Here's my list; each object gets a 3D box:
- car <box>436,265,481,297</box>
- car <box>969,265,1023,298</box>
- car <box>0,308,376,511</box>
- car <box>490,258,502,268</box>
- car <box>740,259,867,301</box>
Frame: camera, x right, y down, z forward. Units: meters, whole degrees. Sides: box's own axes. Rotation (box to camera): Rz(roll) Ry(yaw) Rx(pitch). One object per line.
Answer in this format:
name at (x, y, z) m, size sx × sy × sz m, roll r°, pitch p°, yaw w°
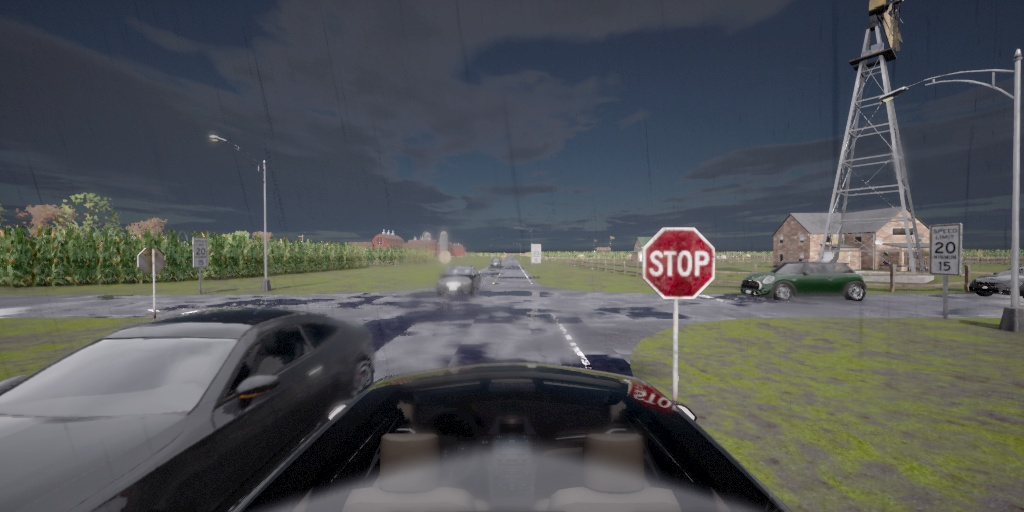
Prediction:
car at (-2.724, 1.237, 19.114) m, size 2.128 × 1.511 × 4.902 m, roll 0°, pitch 0°, yaw 0°
car at (23.460, 1.144, 15.856) m, size 4.892 × 1.490 × 1.837 m, roll 0°, pitch 1°, yaw 2°
car at (-2.748, 1.277, 3.170) m, size 1.812 × 1.442 × 4.674 m, roll 0°, pitch 0°, yaw 0°
car at (-2.664, 1.141, 60.185) m, size 2.128 × 1.511 × 4.902 m, roll 0°, pitch 0°, yaw 0°
car at (12.960, 1.027, 16.182) m, size 4.553 × 1.767 × 2.097 m, roll 0°, pitch 1°, yaw 2°
